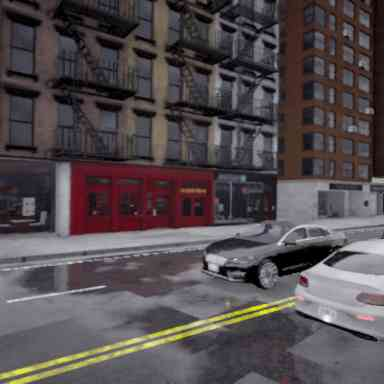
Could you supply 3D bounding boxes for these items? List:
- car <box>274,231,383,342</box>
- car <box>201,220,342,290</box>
[{"bbox_3d":[3.851,1.616,6.187,4.674,1.442,1.812,1,-1,-35],"label":"car"},{"bbox_3d":[2.511,1.593,9.467,4.902,1.511,2.128,1,-1,-35],"label":"car"}]
